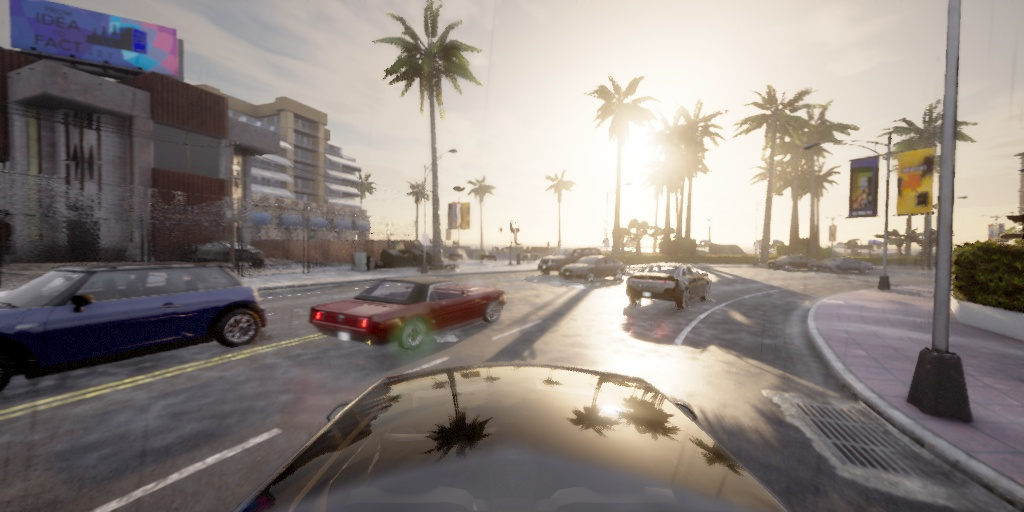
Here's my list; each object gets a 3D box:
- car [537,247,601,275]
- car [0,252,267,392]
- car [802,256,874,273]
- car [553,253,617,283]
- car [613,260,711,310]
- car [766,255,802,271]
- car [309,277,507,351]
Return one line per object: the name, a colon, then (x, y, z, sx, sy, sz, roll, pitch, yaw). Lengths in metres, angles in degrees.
car: (4.431, 0.373, 26.467, 5.566, 2.045, 2.150, 0, 2, -37)
car: (-6.924, 0.913, 6.000, 2.097, 1.767, 4.553, 1, 2, 25)
car: (30.231, 0.814, 33.021, 5.357, 1.411, 2.033, 0, 2, -9)
car: (5.131, 0.768, 22.491, 4.892, 1.490, 1.837, -1, 1, -39)
car: (5.997, 1.000, 13.478, 2.128, 1.511, 4.902, 2, 2, 41)
car: (28.300, 0.668, 36.220, 4.892, 1.490, 1.837, 1, 1, -9)
car: (-1.997, 1.150, 8.526, 1.895, 1.301, 4.718, 1, 2, 29)
